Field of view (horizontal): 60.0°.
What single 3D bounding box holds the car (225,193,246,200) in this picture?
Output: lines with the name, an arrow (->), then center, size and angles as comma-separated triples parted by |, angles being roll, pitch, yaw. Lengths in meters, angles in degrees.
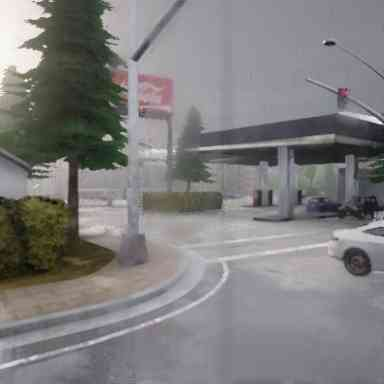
car -> 10.854, 1.137, 83.014 | 1.845, 1.501, 3.633 | 0, 0, -36

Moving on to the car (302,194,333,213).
car -> 13.849, 1.381, 34.308 | 4.611, 1.667, 2.242 | 0, 0, -36

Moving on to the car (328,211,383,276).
car -> 5.578, 1.386, 7.799 | 1.812, 1.442, 4.674 | 0, 0, -36

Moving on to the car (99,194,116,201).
car -> -19.235, 1.209, 74.391 | 2.007, 1.523, 4.514 | 0, 0, -36

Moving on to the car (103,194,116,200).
car -> -20.430, 1.132, 82.244 | 1.970, 1.475, 3.806 | 0, 0, -36

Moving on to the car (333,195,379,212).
car -> 13.681, 1.227, 27.178 | 3.866, 1.878, 1.905 | 0, 0, -36
